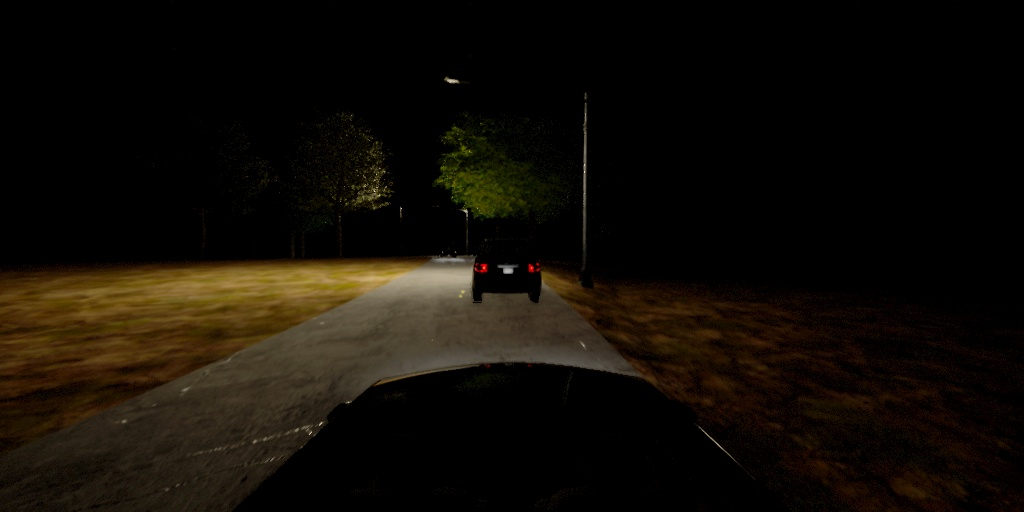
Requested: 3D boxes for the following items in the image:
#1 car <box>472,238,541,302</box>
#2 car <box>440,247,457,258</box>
[{"bbox_3d":[-0.275,0.367,13.083,2.150,2.045,5.566,0,3,-4],"label":"car"},{"bbox_3d":[-7.552,-0.386,42.602,1.895,1.301,4.718,0,1,-12],"label":"car"}]
